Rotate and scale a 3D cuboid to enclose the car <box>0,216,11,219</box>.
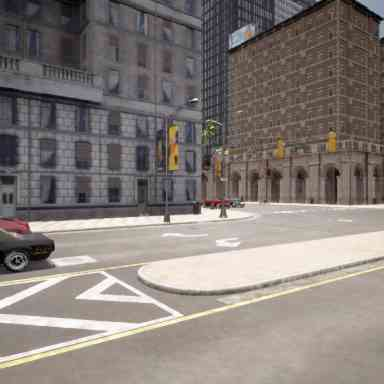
[{"bbox_3d":[-8.424,1.526,12.126,4.674,1.442,1.812,0,0,-35],"label":"car"}]

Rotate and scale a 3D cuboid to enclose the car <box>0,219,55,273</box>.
[{"bbox_3d":[-6.480,1.601,9.221,4.718,1.301,1.895,0,0,-35],"label":"car"}]

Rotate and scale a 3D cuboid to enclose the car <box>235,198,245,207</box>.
[{"bbox_3d":[5.730,1.491,49.062,2.128,1.511,4.902,0,0,-35],"label":"car"}]

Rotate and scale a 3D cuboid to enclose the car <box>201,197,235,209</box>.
[{"bbox_3d":[3.299,1.478,46.432,1.882,1.535,5.008,0,0,-35],"label":"car"}]

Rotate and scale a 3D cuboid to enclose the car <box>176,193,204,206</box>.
[{"bbox_3d":[-0.402,1.222,57.884,2.150,2.045,5.566,0,0,-34],"label":"car"}]
